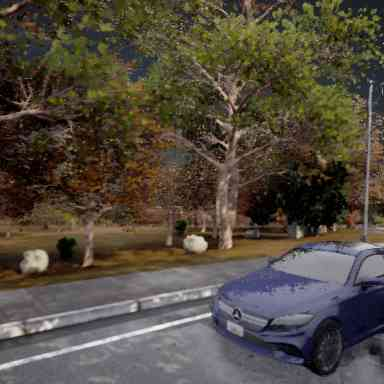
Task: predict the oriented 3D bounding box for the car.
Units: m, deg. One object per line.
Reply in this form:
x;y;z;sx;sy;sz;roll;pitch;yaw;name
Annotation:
2.468;1.626;5.815;4.674;1.442;1.812;2;-1;-36;car
